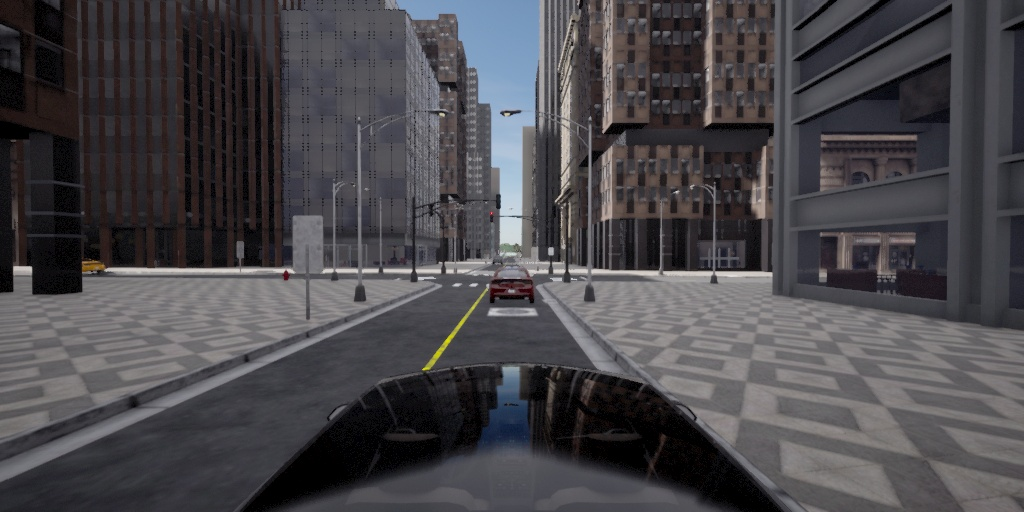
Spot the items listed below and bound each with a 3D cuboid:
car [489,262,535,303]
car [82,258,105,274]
[{"bbox_3d":[0.000,1.230,16.503,1.882,1.535,5.008,0,0,0],"label":"car"},{"bbox_3d":[-39.711,0.885,32.167,5.008,1.535,1.882,0,1,0],"label":"car"}]
